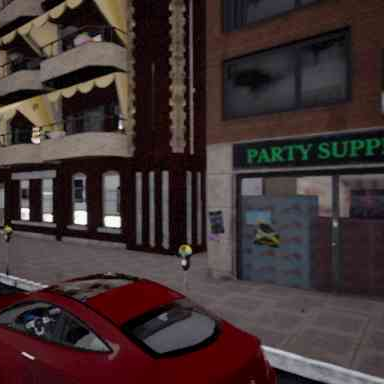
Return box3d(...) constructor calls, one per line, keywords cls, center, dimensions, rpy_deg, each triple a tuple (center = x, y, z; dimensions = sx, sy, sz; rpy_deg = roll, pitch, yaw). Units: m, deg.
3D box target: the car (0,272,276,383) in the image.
box3d(cls="car", center=(-1.193, 1.605, 3.725), dimensions=(4.206, 1.307, 1.802), rpy_deg=(-1, 0, 35))
